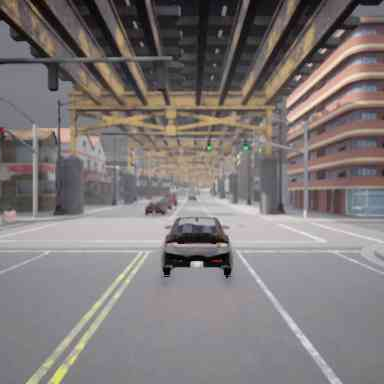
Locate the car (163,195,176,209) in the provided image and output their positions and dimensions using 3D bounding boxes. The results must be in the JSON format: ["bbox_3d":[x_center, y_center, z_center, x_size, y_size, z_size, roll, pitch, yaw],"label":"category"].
[{"bbox_3d":[-3.568,1.546,44.068,2.033,1.411,5.357,0,0,0],"label":"car"}]

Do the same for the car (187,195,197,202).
[{"bbox_3d":[0.046,1.369,74.362,1.812,1.442,4.674,0,1,0],"label":"car"}]

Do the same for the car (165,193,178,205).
[{"bbox_3d":[-3.541,1.203,54.761,2.150,2.045,5.566,0,0,0],"label":"car"}]

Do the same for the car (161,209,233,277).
[{"bbox_3d":[0.162,1.491,10.281,2.128,1.511,4.902,0,0,1],"label":"car"}]

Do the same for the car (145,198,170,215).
[{"bbox_3d":[-3.587,1.600,33.701,1.895,1.301,4.718,0,0,1],"label":"car"}]
